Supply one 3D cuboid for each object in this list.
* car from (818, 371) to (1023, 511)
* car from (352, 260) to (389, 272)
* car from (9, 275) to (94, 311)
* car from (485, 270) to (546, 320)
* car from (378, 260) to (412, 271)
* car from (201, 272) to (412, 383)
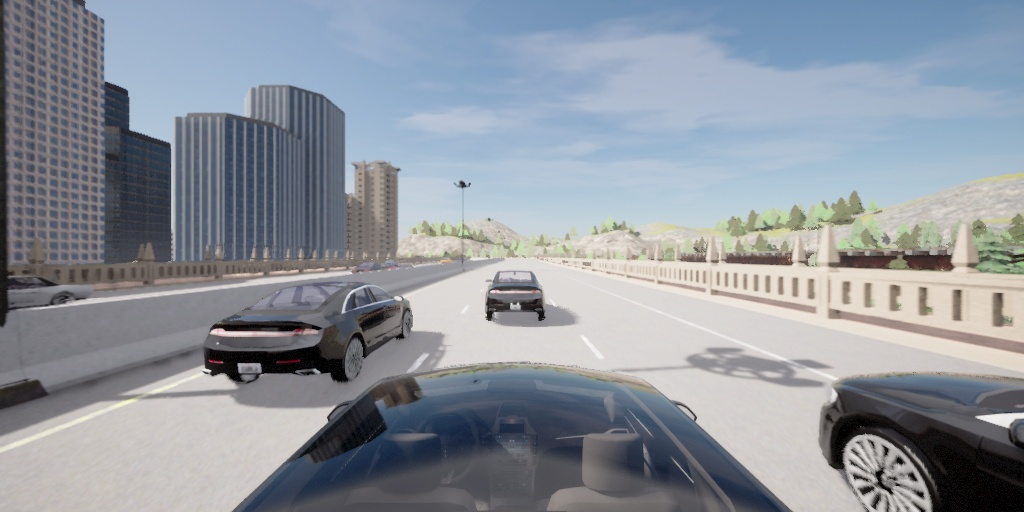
[{"bbox_3d":[3.599,1.241,1.130,2.128,1.511,4.902,0,0,0],"label":"car"},{"bbox_3d":[-14.090,1.312,35.299,1.994,1.385,4.181,0,0,0],"label":"car"},{"bbox_3d":[-17.600,1.351,12.005,1.895,1.301,4.718,0,0,0],"label":"car"},{"bbox_3d":[0.101,1.240,12.576,2.128,1.511,4.902,0,0,0],"label":"car"},{"bbox_3d":[-10.593,1.348,33.789,1.895,1.301,4.718,0,0,0],"label":"car"},{"bbox_3d":[-3.400,1.241,7.071,2.128,1.511,4.902,0,0,0],"label":"car"}]
